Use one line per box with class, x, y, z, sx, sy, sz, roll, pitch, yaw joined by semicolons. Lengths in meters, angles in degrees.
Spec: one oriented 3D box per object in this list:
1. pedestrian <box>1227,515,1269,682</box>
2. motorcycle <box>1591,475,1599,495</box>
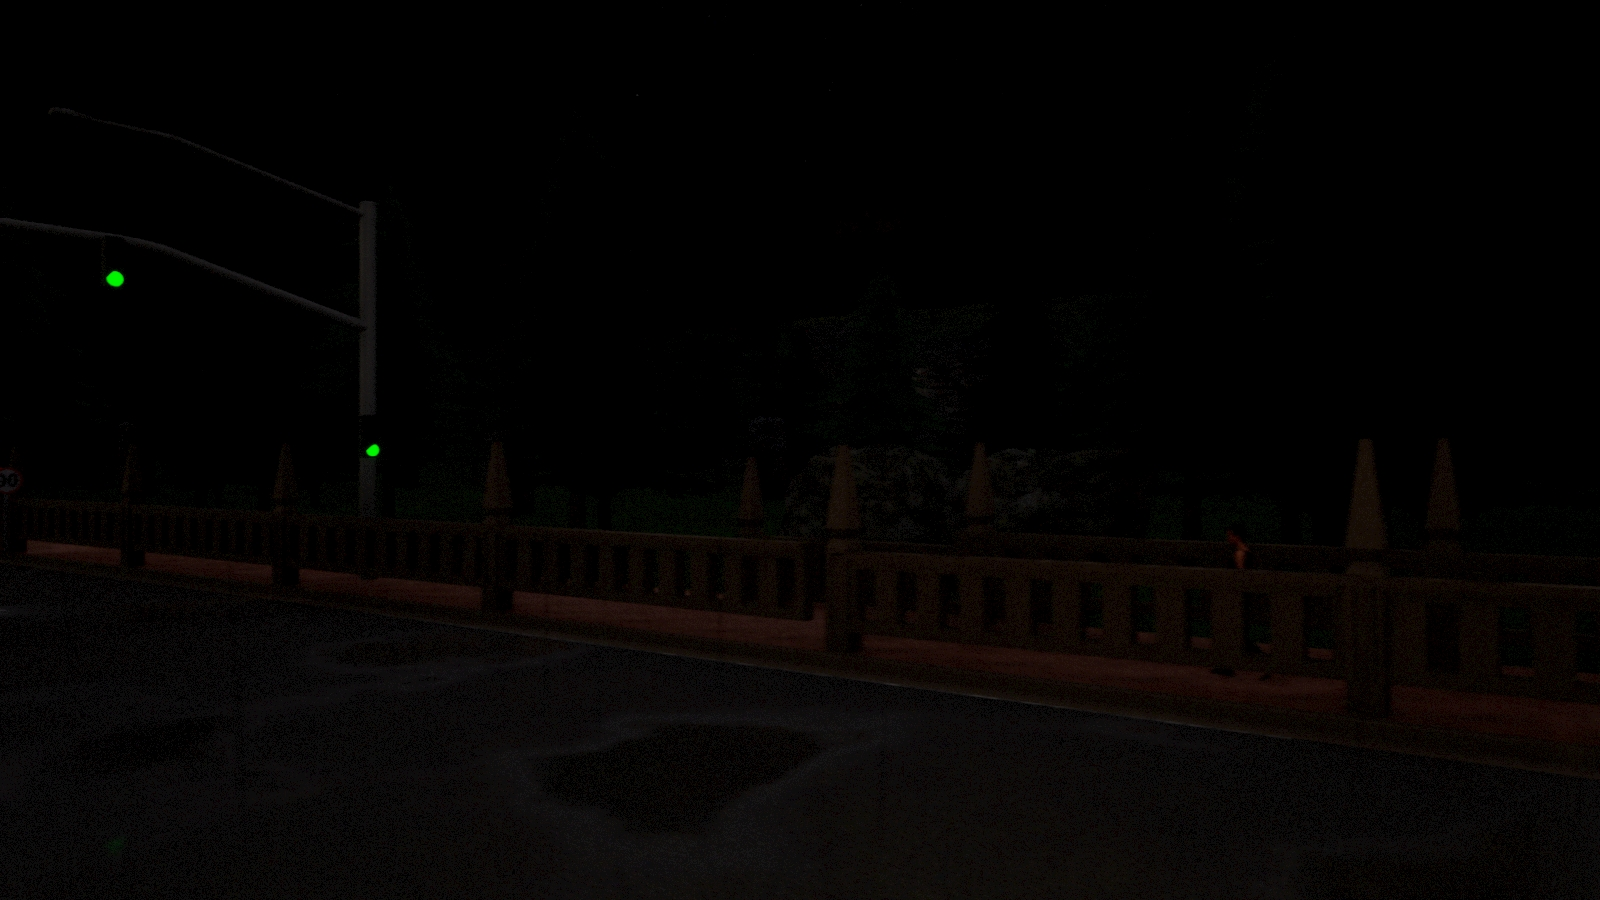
pedestrian;5.160;1.694;13.156;0.375;1.860;0.375;0;0;35
motorcycle;50.788;2.186;71.537;2.033;1.199;0.803;0;0;35
